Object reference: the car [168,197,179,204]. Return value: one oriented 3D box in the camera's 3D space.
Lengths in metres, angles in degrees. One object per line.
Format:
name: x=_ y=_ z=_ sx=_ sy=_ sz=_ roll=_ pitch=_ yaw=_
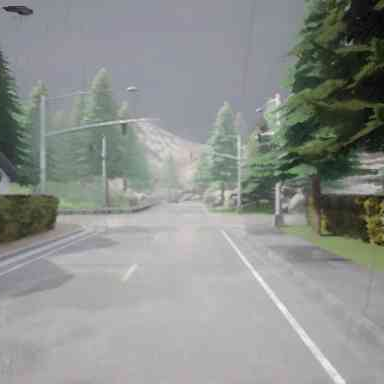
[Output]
car: x=-3.527 y=1.604 z=63.853 sx=1.994 sy=1.385 sz=4.181 roll=0 pitch=0 yaw=-3
